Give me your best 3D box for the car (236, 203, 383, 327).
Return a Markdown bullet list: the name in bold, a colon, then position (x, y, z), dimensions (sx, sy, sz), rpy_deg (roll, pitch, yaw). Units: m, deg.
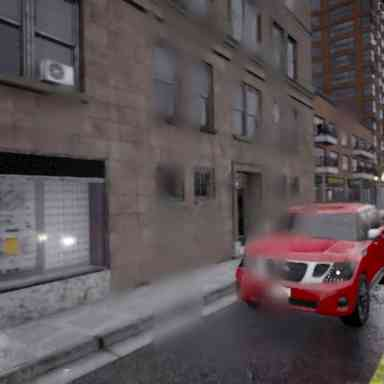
- **car**: position (3.153, 1.313, 7.766), dimensions (2.150, 2.045, 5.566), rpy_deg (-2, -1, 37)
